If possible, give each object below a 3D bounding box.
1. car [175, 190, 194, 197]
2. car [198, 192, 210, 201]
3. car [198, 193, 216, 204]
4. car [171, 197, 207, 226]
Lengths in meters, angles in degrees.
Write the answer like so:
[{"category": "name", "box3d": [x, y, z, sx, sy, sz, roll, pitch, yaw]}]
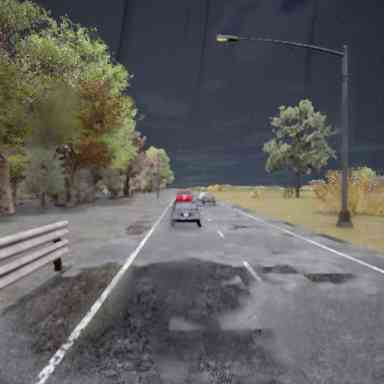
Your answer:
[{"category": "car", "box3d": [-0.944, 0.727, 41.182, 2.150, 2.045, 5.566, 0, 1, -2]}, {"category": "car", "box3d": [1.988, 0.816, 57.937, 1.812, 1.442, 4.674, 0, 1, -1]}, {"category": "car", "box3d": [2.298, 0.975, 46.853, 2.033, 1.411, 5.357, 0, 1, -2]}, {"category": "car", "box3d": [-0.376, 1.295, 21.193, 2.033, 1.411, 5.357, 0, 1, -1]}]
